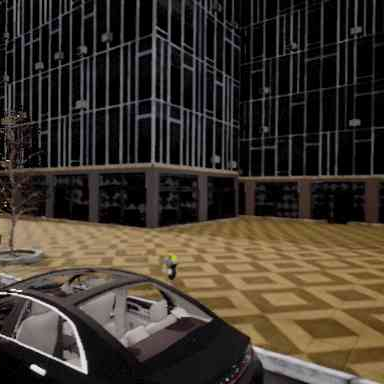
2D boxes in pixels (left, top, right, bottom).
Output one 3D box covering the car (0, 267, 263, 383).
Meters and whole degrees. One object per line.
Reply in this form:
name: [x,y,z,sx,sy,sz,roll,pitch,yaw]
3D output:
car: [-1.421,1.551,3.684,4.403,1.369,2.008,0,1,36]
